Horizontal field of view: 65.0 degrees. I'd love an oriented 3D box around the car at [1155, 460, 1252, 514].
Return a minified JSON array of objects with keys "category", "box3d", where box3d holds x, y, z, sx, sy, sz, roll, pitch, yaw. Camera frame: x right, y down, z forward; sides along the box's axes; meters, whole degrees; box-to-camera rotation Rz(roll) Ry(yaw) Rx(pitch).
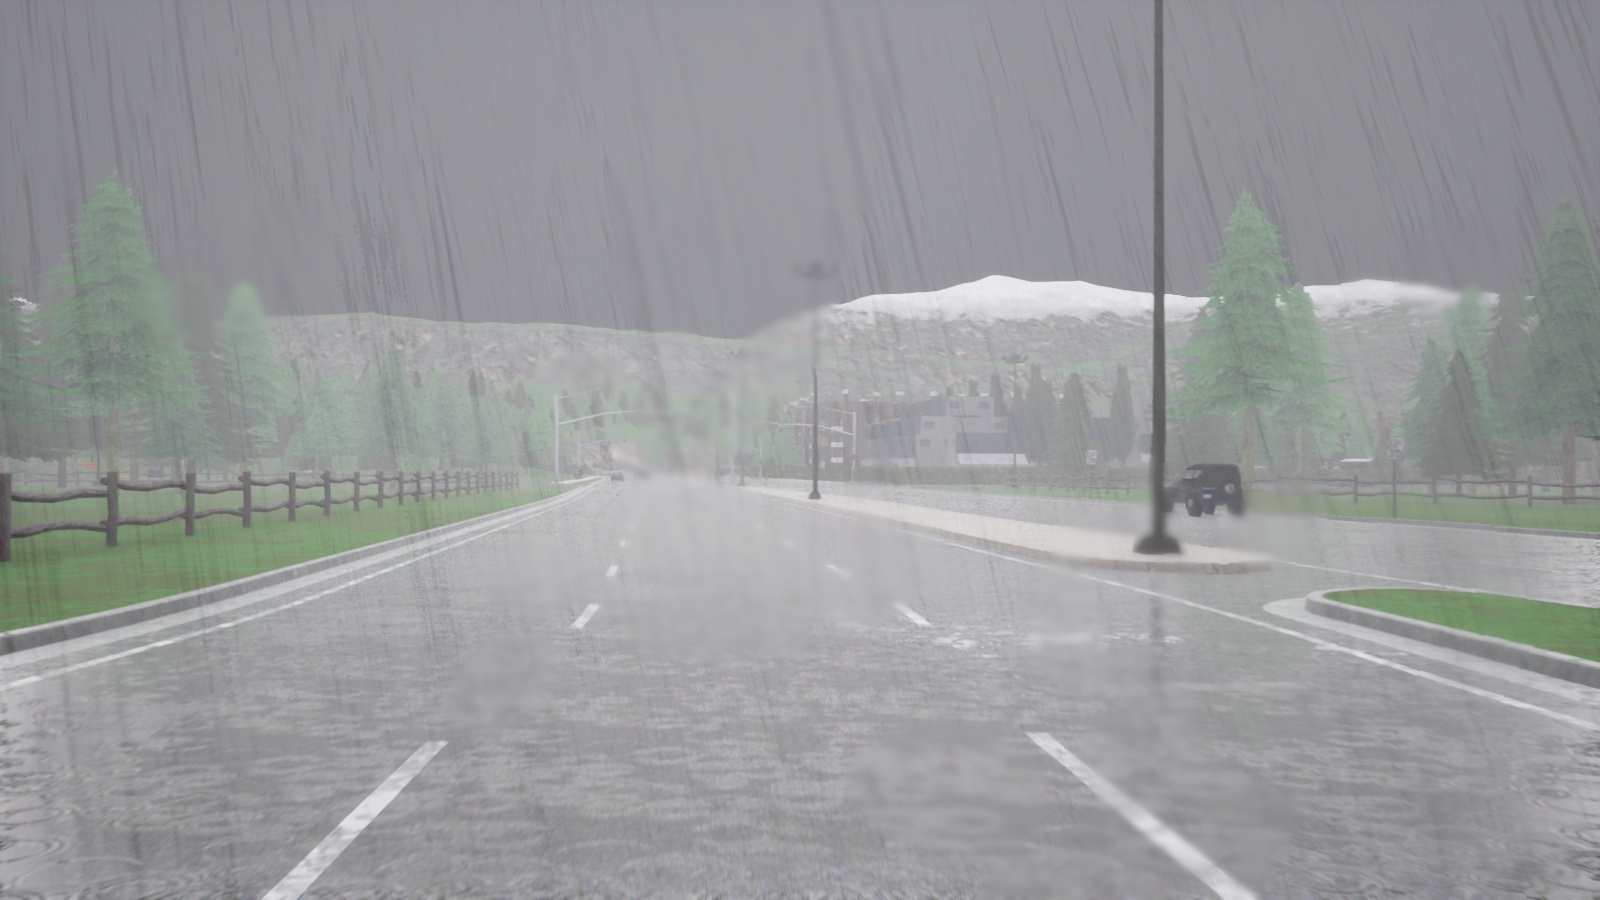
[{"category":"car","box3d":[14.518,1.309,45.408,1.905,1.878,3.866,0,-1,-7]}]
